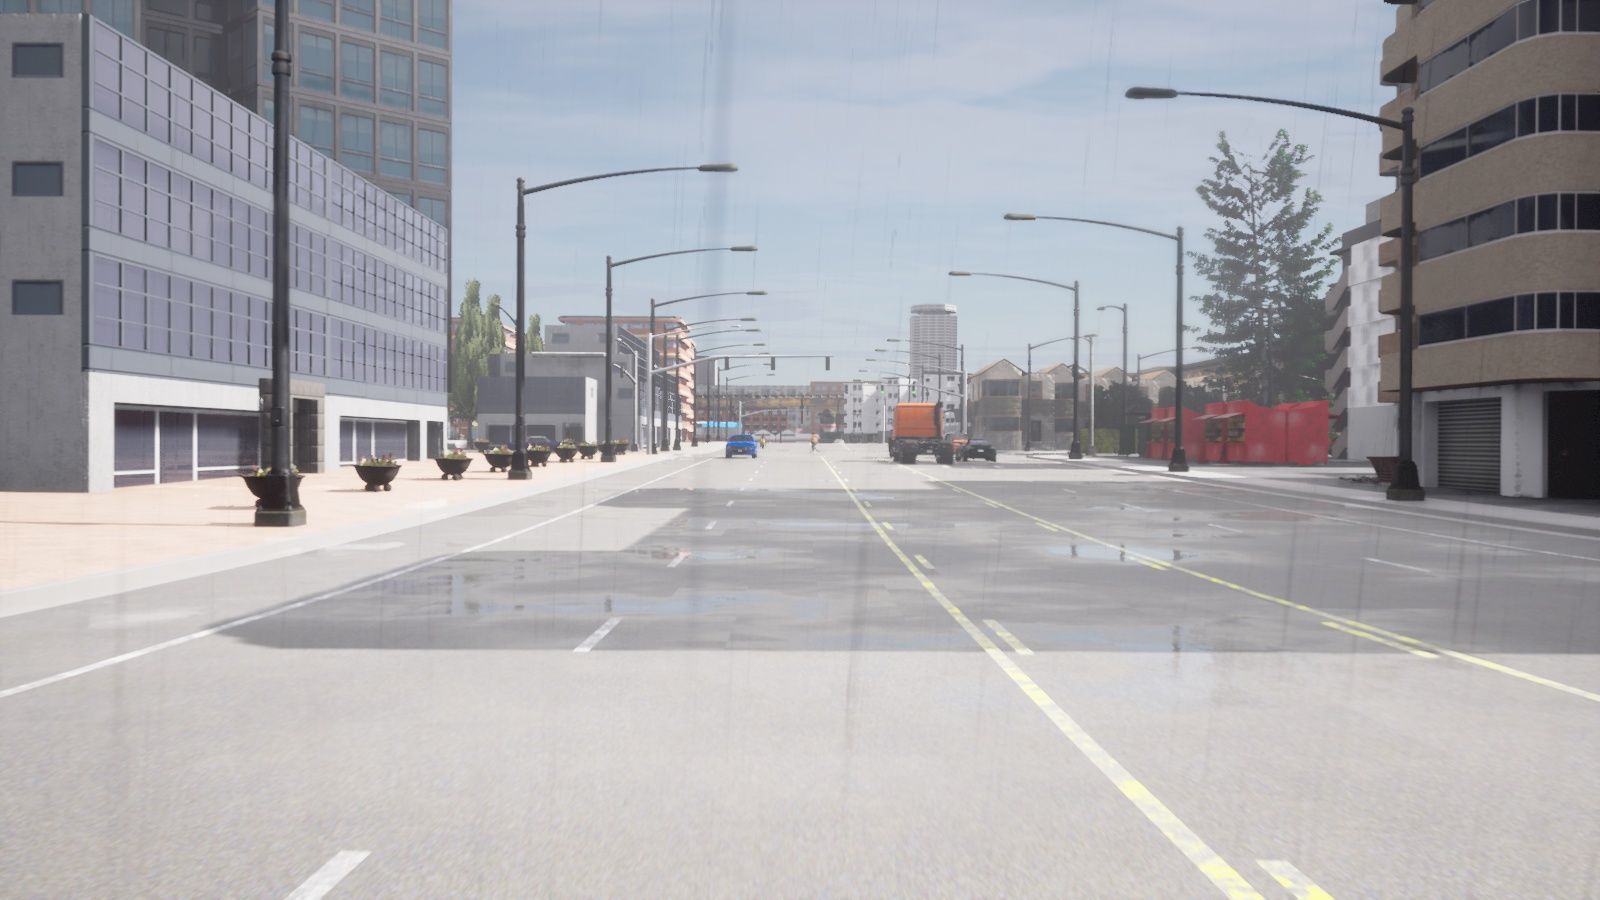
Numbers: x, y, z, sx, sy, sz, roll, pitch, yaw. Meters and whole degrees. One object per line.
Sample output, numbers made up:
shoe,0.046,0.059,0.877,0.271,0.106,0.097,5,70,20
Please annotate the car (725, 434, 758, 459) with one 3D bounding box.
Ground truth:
car,-3.698,-0.242,79.784,1.882,1.535,5.008,0,1,0

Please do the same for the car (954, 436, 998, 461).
car,10.317,-0.120,73.892,1.994,1.385,4.181,0,1,0

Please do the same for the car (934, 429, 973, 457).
car,10.289,-0.484,84.519,2.097,1.767,4.553,0,1,0

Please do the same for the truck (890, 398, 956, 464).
truck,6.821,-1.089,70.478,2.891,3.462,7.936,0,1,0

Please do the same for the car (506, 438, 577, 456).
car,-18.588,-0.210,90.546,4.718,1.301,1.895,0,0,0
